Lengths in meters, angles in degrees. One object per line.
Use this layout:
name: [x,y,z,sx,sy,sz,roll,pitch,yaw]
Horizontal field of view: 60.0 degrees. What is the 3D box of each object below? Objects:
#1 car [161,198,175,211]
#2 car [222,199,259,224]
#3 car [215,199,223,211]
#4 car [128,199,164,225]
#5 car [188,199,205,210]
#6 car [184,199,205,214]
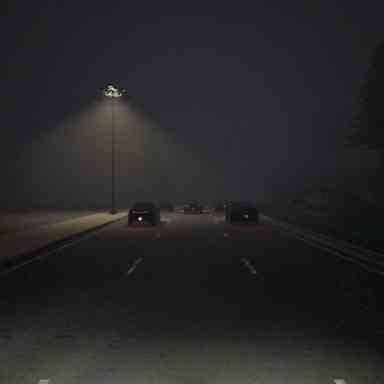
car: [-3.174,1.491,40.699,2.128,1.511,4.902,0,0,2]
car: [3.600,1.478,24.512,1.882,1.535,5.008,0,0,0]
car: [3.774,1.563,39.577,1.994,1.385,4.181,0,0,2]
car: [-3.400,1.504,24.226,1.837,1.490,4.892,0,0,0]
car: [0.634,1.601,44.520,1.895,1.301,4.718,0,0,6]
car: [0.139,1.526,35.366,1.812,1.442,4.674,0,0,1]
